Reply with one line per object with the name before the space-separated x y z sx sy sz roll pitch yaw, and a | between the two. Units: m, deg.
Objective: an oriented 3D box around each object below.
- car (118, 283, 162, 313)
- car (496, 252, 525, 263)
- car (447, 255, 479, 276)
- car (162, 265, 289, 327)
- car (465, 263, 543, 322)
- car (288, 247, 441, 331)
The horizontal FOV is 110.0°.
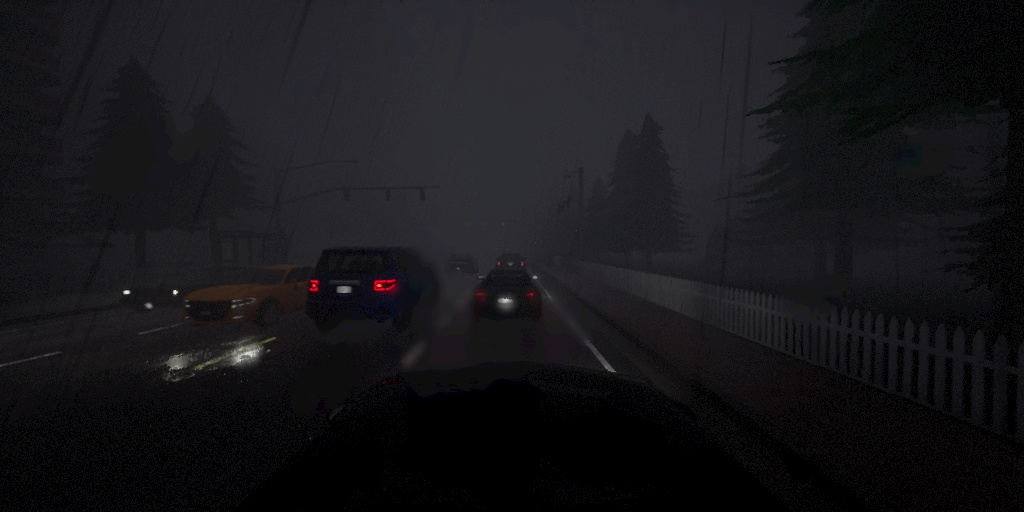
car | -10.706 1.108 12.781 1.895 1.301 4.718 0 1 0
car | -0.098 0.529 25.994 2.097 1.767 4.553 0 1 0
car | -3.599 0.657 26.846 2.128 1.511 4.902 0 1 0
car | -7.211 1.022 10.928 1.882 1.535 5.008 0 1 0
car | -0.119 1.090 11.213 1.994 1.385 4.181 0 1 1
car | -3.584 0.770 10.360 2.150 2.045 5.566 0 1 0
